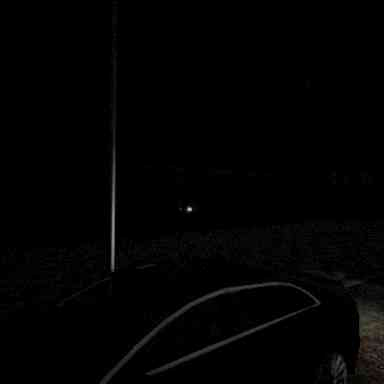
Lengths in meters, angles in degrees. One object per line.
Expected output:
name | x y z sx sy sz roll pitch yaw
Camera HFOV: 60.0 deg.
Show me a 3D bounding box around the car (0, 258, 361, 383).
car | -0.273 1.508 3.187 4.902 1.511 2.128 0 0 -37
